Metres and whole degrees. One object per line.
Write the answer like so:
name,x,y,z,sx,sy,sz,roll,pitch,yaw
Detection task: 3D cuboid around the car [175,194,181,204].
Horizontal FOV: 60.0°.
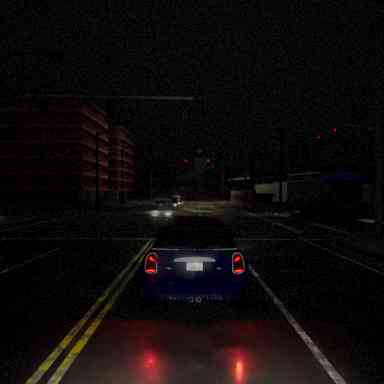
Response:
car,-3.704,1.547,63.223,2.033,1.411,5.357,0,0,0

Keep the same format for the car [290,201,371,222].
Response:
car,10.431,1.545,25.743,5.357,1.411,2.033,0,0,-2

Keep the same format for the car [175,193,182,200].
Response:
car,-3.673,1.225,74.609,2.150,2.045,5.566,0,0,0

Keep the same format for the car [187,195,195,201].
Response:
car,-0.189,1.500,81.242,1.837,1.490,4.892,0,0,0

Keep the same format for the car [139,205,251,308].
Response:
car,0.056,1.352,8.074,2.097,1.767,4.553,0,0,0

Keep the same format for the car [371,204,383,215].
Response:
car,16.390,1.601,33.161,4.718,1.301,1.895,0,0,0

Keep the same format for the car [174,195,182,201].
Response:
car,-3.709,1.525,89.638,2.033,1.411,5.357,0,0,0

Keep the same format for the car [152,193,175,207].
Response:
car,-3.693,1.202,41.852,2.150,2.045,5.566,0,-1,0
